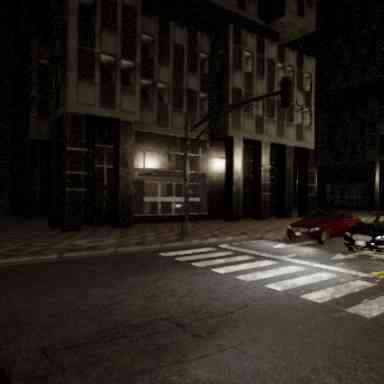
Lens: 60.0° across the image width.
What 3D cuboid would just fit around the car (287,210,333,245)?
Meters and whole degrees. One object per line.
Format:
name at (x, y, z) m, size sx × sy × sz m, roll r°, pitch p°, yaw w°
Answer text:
car at (6.707, 1.642, 16.447) m, size 4.674 × 1.442 × 1.812 m, roll 1°, pitch 0°, yaw -35°

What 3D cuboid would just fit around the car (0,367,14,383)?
car at (-3.265, 1.471, 1.110) m, size 4.902 × 1.511 × 2.128 m, roll 1°, pitch 0°, yaw -35°

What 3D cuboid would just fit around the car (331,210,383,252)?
car at (8.095, 1.606, 13.448) m, size 4.902 × 1.511 × 2.128 m, roll 1°, pitch 0°, yaw -35°
